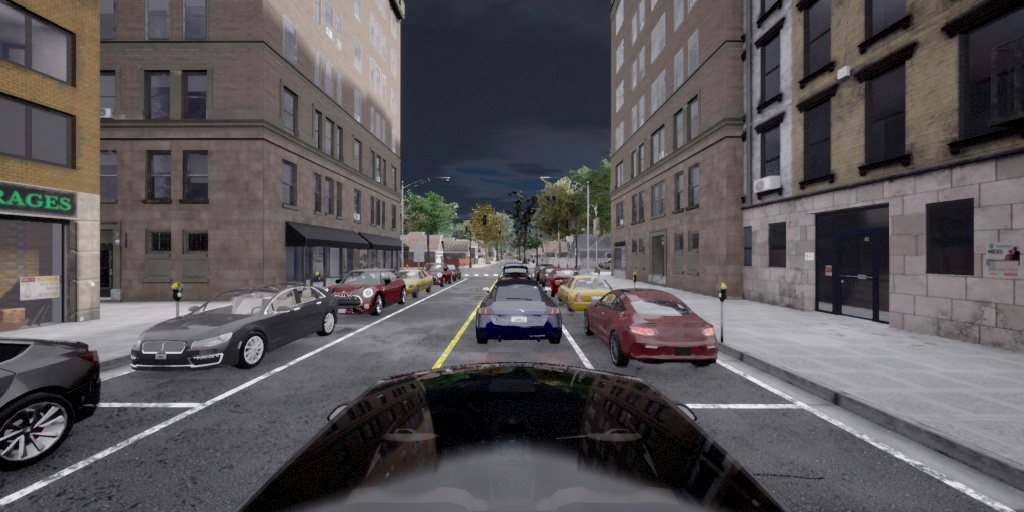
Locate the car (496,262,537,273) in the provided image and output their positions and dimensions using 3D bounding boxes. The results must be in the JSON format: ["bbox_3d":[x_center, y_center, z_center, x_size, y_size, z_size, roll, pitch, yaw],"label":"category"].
[{"bbox_3d":[0.189,1.260,19.592,1.837,1.490,4.892,0,0,0],"label":"car"}]

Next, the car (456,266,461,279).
[{"bbox_3d":[-5.242,1.343,29.747,1.802,1.307,4.207,0,0,0],"label":"car"}]

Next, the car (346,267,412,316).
[{"bbox_3d":[-5.332,1.192,13.190,1.967,1.591,4.097,0,0,0],"label":"car"}]

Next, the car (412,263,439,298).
[{"bbox_3d":[-5.303,1.280,18.539,1.751,1.417,4.829,0,0,0],"label":"car"}]

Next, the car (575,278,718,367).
[{"bbox_3d":[2.662,1.332,7.631,1.802,1.307,4.207,0,0,0],"label":"car"}]

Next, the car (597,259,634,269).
[{"bbox_3d":[15.193,1.181,52.614,4.892,1.490,1.837,0,0,0],"label":"car"}]

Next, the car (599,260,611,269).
[{"bbox_3d":[14.997,1.168,49.357,4.902,1.511,2.128,0,0,0],"label":"car"}]

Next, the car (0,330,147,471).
[{"bbox_3d":[-5.393,1.316,2.154,1.948,1.339,4.313,0,0,0],"label":"car"}]

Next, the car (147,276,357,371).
[{"bbox_3d":[-5.363,1.301,7.672,2.007,1.370,4.403,0,0,0],"label":"car"}]

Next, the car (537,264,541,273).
[{"bbox_3d":[2.753,1.340,24.186,1.802,1.307,4.207,0,0,0],"label":"car"}]

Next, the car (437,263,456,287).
[{"bbox_3d":[-5.272,1.198,24.228,1.967,1.591,4.097,0,0,0],"label":"car"}]

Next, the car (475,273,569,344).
[{"bbox_3d":[0.142,1.315,9.607,1.994,1.385,4.181,0,0,0],"label":"car"}]

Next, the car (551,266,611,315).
[{"bbox_3d":[2.694,1.278,13.320,1.751,1.417,4.829,0,0,0],"label":"car"}]

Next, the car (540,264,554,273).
[{"bbox_3d":[2.723,1.300,18.668,1.888,1.381,4.507,0,0,0],"label":"car"}]

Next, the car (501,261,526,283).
[{"bbox_3d":[0.136,1.239,29.273,1.882,1.535,5.008,0,0,0],"label":"car"}]
